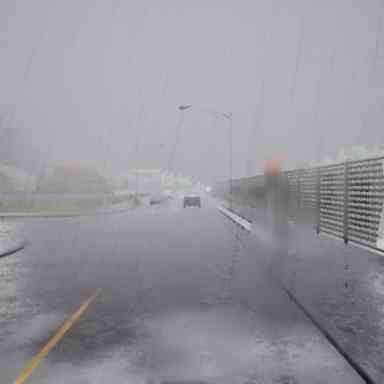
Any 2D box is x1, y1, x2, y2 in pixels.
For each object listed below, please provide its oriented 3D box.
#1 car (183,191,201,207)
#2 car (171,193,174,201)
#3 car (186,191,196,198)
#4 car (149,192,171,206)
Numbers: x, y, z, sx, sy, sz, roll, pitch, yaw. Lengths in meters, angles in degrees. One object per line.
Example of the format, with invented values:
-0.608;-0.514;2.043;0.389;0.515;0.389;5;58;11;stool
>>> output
0.003;0.925;39.341;1.882;1.535;5.008;0;1;0;car
-4.204;0.720;57.461;1.812;1.442;4.674;0;1;0;car
-0.187;0.494;74.613;2.033;1.411;5.357;0;1;0;car
-4.197;0.958;42.001;2.033;1.411;5.357;0;1;0;car
